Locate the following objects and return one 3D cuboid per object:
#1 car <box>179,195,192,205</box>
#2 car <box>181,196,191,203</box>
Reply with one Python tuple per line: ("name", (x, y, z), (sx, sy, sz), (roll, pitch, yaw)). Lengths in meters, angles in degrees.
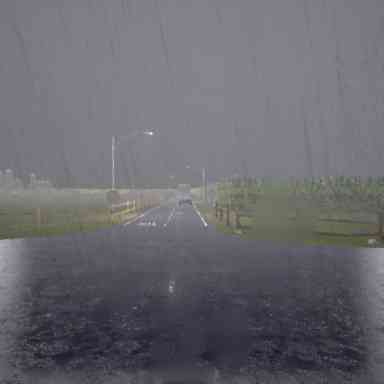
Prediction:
("car", (-1.100, 1.292, 57.879), (2.097, 1.767, 4.553), (0, 0, -1))
("car", (-1.291, 1.486, 67.947), (1.994, 1.385, 4.181), (0, 0, -1))
